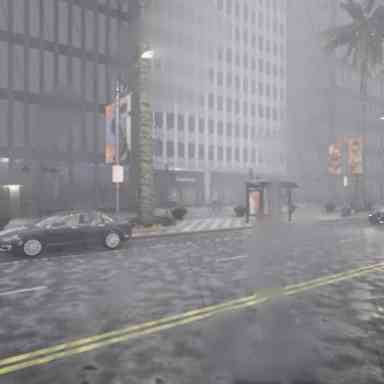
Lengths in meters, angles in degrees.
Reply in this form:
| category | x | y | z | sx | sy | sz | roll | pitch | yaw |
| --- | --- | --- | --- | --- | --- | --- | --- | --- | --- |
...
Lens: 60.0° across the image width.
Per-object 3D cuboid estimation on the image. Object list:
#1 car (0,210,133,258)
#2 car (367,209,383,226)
| category | x | y | z | sx | sy | sz | roll | pitch | yaw |
| --- | --- | --- | --- | --- | --- | --- | --- | --- | --- |
| car | -4.724 | 1.479 | 12.889 | 4.892 | 1.521 | 2.231 | 0 | 0 | -35 |
| car | 13.841 | 1.591 | 22.366 | 4.718 | 1.301 | 1.895 | 0 | 0 | -34 |
